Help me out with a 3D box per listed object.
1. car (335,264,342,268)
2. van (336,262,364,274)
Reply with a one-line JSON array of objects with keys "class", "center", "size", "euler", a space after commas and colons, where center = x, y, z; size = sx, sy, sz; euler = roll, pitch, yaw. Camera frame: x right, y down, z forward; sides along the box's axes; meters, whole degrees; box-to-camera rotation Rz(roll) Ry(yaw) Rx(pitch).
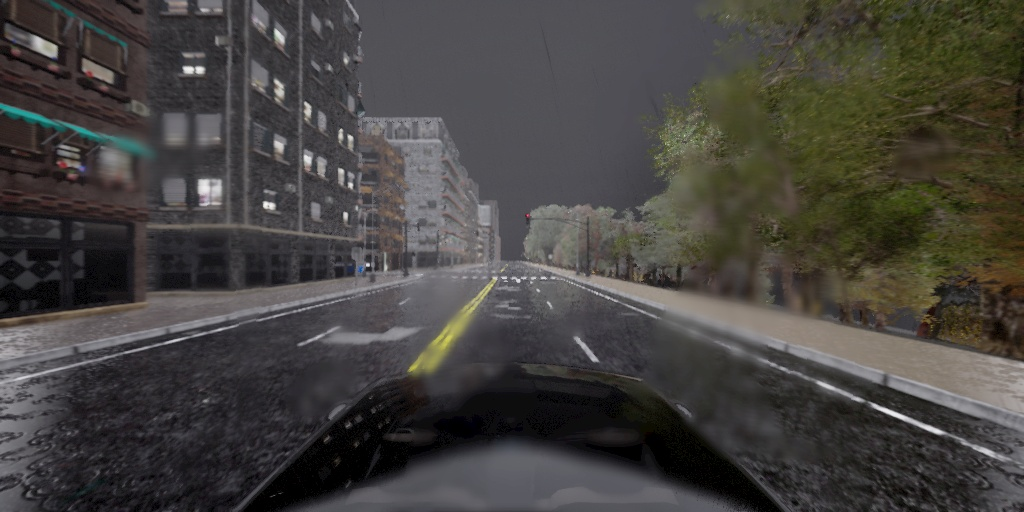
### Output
[{"class": "car", "center": [-22.647, 1.904, 41.720], "size": [4.207, 1.307, 1.802], "euler": [0, 0, -1]}, {"class": "van", "center": [-22.737, 1.692, 50.067], "size": [3.998, 1.789, 1.690], "euler": [0, 0, -1]}]
